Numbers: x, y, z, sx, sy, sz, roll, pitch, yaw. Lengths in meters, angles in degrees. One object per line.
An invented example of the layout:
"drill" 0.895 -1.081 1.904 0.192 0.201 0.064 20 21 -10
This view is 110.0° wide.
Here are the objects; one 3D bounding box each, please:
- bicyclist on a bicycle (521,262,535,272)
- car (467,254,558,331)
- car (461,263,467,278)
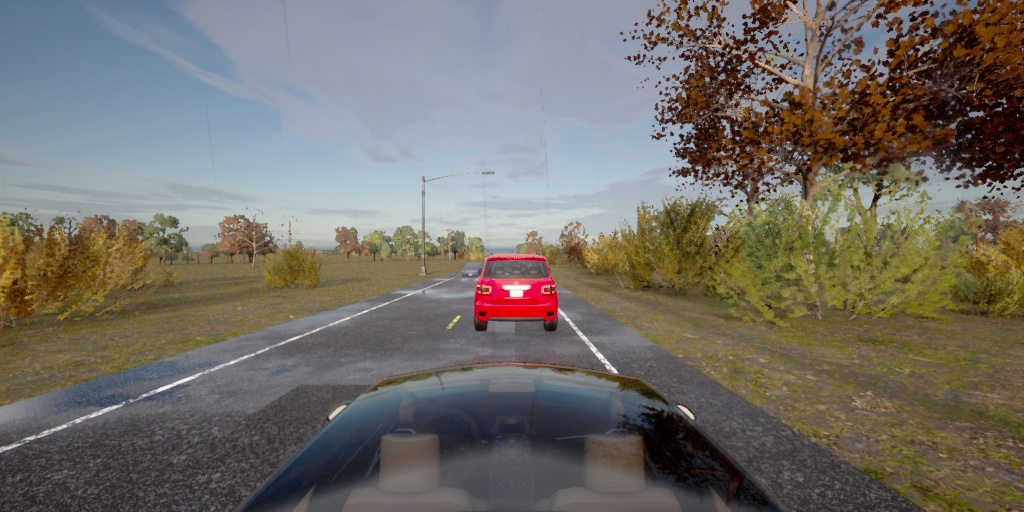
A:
"bicyclist on a bicycle" 0.945 1.114 18.772 0.659 1.776 1.843 0 0 0
"car" 0.093 0.968 11.066 2.150 2.045 5.566 0 0 0
"car" -3.682 1.286 34.304 2.033 1.411 5.357 0 0 -1
